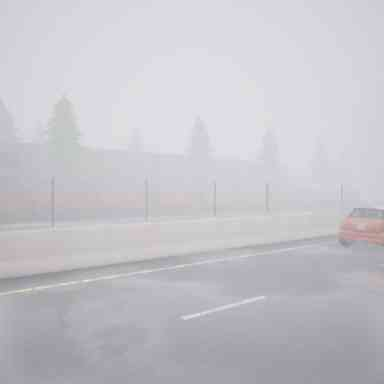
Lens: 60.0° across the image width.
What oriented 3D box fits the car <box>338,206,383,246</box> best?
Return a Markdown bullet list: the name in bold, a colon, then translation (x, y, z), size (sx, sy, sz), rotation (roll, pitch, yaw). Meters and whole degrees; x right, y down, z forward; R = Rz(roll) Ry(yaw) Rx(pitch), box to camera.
- **car**: translation (8.244, 1.366, 14.049), size (4.553, 1.767, 2.097), rotation (0, 0, -35)
